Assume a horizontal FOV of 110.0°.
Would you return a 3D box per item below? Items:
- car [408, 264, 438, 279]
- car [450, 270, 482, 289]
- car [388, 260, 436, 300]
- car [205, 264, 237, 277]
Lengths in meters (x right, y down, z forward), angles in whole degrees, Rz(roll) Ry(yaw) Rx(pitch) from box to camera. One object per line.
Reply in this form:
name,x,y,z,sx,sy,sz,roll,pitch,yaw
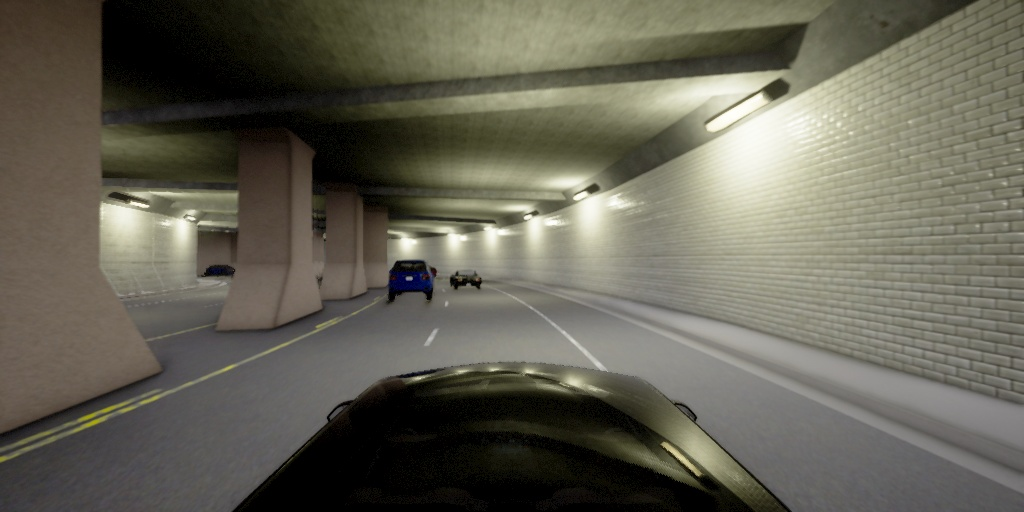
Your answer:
car,-10.492,1.791,42.130,1.882,1.535,5.008,0,-1,-33
car,-3.473,1.678,26.359,1.895,1.301,4.718,0,-1,-15
car,-5.502,1.232,20.020,2.150,2.045,5.566,0,-1,-11
car,-40.448,1.942,50.290,4.553,1.767,2.097,-1,-1,13
